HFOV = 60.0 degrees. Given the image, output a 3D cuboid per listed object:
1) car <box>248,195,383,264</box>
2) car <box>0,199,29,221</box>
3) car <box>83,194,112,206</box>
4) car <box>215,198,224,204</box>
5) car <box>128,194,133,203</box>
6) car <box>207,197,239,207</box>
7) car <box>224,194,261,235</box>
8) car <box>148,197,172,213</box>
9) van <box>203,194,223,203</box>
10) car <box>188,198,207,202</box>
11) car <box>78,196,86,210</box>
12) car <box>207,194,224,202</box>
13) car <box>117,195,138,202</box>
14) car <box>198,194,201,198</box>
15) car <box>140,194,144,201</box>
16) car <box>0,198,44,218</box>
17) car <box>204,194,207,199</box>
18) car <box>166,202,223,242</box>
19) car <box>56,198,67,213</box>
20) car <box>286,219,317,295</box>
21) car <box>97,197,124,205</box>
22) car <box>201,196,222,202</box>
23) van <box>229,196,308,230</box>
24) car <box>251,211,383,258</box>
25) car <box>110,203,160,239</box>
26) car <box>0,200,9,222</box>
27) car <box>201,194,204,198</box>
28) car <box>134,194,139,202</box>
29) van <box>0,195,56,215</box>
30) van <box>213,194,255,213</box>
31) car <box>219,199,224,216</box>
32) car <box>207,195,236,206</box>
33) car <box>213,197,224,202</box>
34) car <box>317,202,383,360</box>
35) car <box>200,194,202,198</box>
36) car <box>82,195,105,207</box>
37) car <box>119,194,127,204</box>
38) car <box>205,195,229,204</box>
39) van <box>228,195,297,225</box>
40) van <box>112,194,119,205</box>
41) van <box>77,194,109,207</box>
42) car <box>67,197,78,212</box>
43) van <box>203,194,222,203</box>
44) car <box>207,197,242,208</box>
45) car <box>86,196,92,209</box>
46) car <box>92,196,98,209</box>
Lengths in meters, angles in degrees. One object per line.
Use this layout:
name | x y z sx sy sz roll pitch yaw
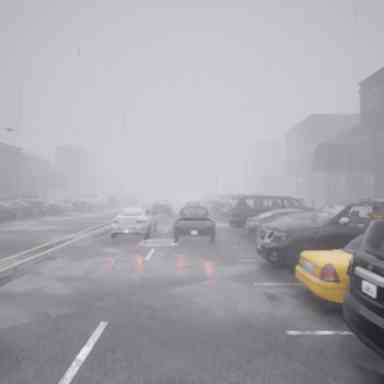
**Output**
car | 4.685 1.212 9.561 5.566 2.045 2.435 0 0 0
car | -15.460 1.470 24.961 4.892 1.521 2.231 0 0 0
car | -15.504 1.296 49.775 5.566 2.045 2.435 0 0 0
car | 4.691 1.493 28.890 4.792 1.488 2.163 0 0 0
car | -15.489 1.667 69.075 5.008 1.535 2.097 0 0 0
car | 4.727 1.572 51.120 4.674 1.452 2.002 0 0 0
car | 4.745 1.205 17.773 5.566 2.045 2.435 0 0 0
car | -2.892 1.515 32.534 1.812 1.442 4.674 0 0 0
van | 4.856 1.458 76.134 4.442 1.987 1.878 0 0 0
car | 0.106 1.552 31.904 1.994 1.385 4.181 0 0 0
car | -15.465 1.503 38.745 4.892 1.521 2.231 0 0 0
car | 4.695 1.222 34.449 5.566 2.045 2.435 0 0 0
car | -15.519 1.619 80.231 4.553 1.767 2.185 0 0 0
car | 4.552 1.645 70.574 5.366 1.575 1.946 0 0 0
car | -15.518 1.510 82.867 5.566 2.045 2.435 0 0 0
car | -15.461 1.474 27.717 4.892 1.521 2.231 0 0 0
car | 4.698 1.246 42.784 5.566 2.045 2.435 0 0 0
car | 0.099 1.468 16.172 2.128 1.511 4.902 0 0 0
car | -15.467 1.525 33.231 4.674 1.452 2.002 0 0 0
car | 4.898 1.464 6.657 5.366 1.575 1.946 0 0 0
car | -15.479 1.669 63.560 4.674 1.452 2.002 0 0 0
car | 4.735 1.719 81.692 4.892 1.521 2.231 0 0 0
van | 4.601 1.230 20.554 4.442 1.987 1.878 0 0 0
car | 4.711 1.500 12.280 4.674 1.452 2.002 0 0 0
car | -2.899 1.502 17.093 1.812 1.442 4.674 0 0 0
car | -15.459 1.466 22.204 4.892 1.521 2.231 0 0 0
car | 4.730 1.593 62.235 5.008 1.535 2.097 0 0 0
car | -15.515 1.455 74.592 5.566 2.045 2.435 0 0 0
van | -15.351 1.253 30.599 4.442 1.987 1.878 0 0 0
van | 4.608 1.255 37.227 4.442 1.987 1.878 0 0 0
car | 4.717 1.500 26.236 4.674 1.452 2.002 0 0 0
car | 4.699 1.420 53.900 4.553 1.767 2.185 0 0 0
car | 4.716 1.469 31.668 4.892 1.521 2.231 0 0 0
car | 4.740 1.221 3.877 5.566 2.045 2.435 0 0 0
car | 4.731 1.629 67.795 5.008 1.535 2.097 0 0 0
car | -15.480 1.534 47.018 5.008 1.535 2.097 0 0 0
car | -15.295 1.608 60.803 5.366 1.575 1.946 0 0 0
car | 4.766 1.485 65.017 4.553 1.767 2.185 0 0 0
van | 4.836 1.232 23.331 4.442 1.987 1.878 0 0 0
van | -15.596 1.367 58.046 4.442 1.987 1.878 0 0 0
van | -15.594 1.336 52.533 4.442 1.987 1.878 0 0 0
car | -15.656 1.490 35.990 5.366 1.575 1.946 0 0 0
van | 4.857 1.475 78.914 4.442 1.987 1.878 0 0 0
car | 4.722 1.520 48.342 4.892 1.521 2.231 0 0 0
car | -15.502 1.541 41.504 4.792 1.488 2.163 0 0 0
car | -15.477 1.562 44.260 4.674 1.452 2.002 0 0 0
